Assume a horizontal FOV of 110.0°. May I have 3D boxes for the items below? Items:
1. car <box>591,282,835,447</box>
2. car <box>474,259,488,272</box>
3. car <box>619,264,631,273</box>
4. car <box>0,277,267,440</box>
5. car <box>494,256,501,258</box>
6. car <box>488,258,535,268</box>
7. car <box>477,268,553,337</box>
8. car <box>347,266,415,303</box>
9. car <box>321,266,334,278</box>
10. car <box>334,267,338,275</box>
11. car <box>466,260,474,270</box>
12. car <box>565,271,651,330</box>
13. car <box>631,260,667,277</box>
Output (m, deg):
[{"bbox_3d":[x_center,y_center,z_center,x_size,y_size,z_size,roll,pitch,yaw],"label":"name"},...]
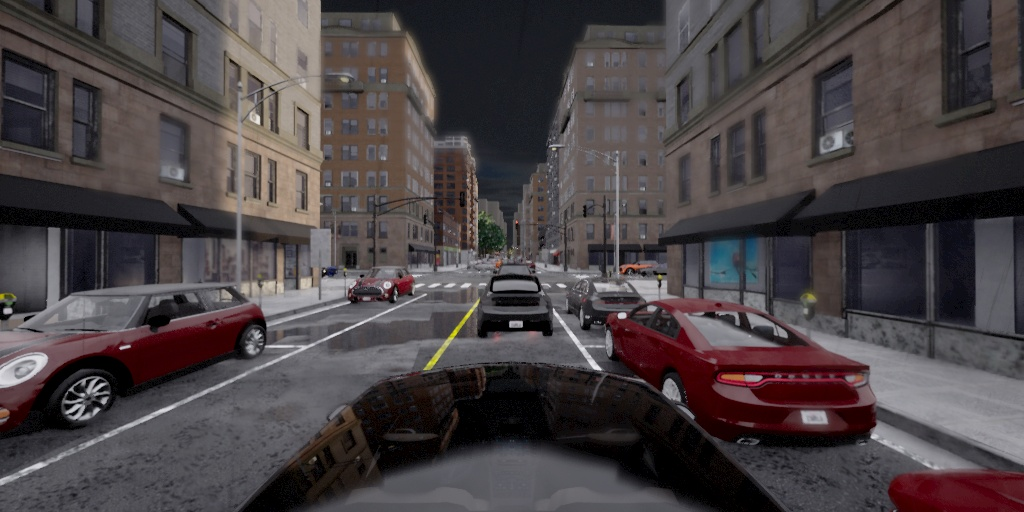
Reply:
[{"bbox_3d":[2.675,1.296,5.397,1.888,1.381,4.507,0,0,0],"label":"car"},{"bbox_3d":[-3.385,1.384,47.667,1.895,1.301,4.718,0,0,5],"label":"car"},{"bbox_3d":[14.024,1.220,39.265,4.553,1.767,2.097,0,0,0],"label":"car"},{"bbox_3d":[-5.852,1.190,5.403,1.967,1.591,4.097,0,0,0],"label":"car"},{"bbox_3d":[-3.166,1.155,59.727,2.097,1.767,4.553,0,0,0],"label":"car"},{"bbox_3d":[0.120,1.107,17.728,2.097,1.767,4.553,0,0,0],"label":"car"},{"bbox_3d":[0.056,1.257,10.313,1.837,1.490,4.892,0,0,-1],"label":"car"},{"bbox_3d":[-5.835,1.194,16.389,1.967,1.591,4.097,0,0,0],"label":"car"},{"bbox_3d":[-18.020,0.868,29.158,5.566,2.045,2.150,0,0,0],"label":"car"},{"bbox_3d":[-18.410,1.149,32.413,5.008,1.535,1.882,0,0,0],"label":"car"},{"bbox_3d":[-5.909,1.344,54.750,2.007,1.370,4.403,0,0,0],"label":"car"},{"bbox_3d":[2.683,1.303,10.889,2.007,1.370,4.403,0,0,0],"label":"car"},{"bbox_3d":[15.189,1.394,36.004,5.357,1.411,2.033,0,0,0],"label":"car"}]
